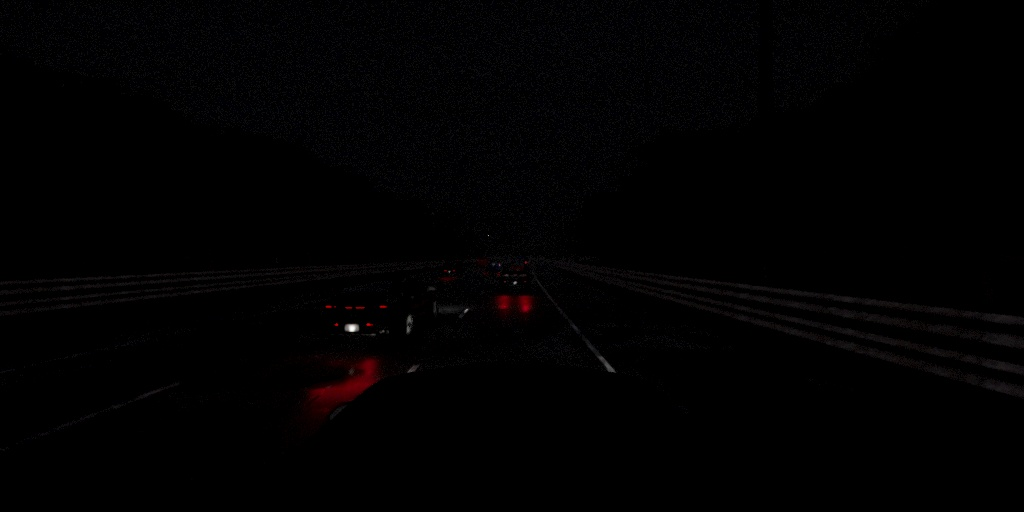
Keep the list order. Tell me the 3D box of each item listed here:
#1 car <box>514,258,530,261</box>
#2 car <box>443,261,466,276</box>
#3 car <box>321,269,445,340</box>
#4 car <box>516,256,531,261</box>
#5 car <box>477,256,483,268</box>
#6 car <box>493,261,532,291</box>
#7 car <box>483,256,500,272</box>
[{"bbox_3d":[0.739,1.314,40.244,1.882,1.535,5.008,0,0,2],"label":"car"},{"bbox_3d":[-6.236,1.324,38.736,1.837,1.490,4.892,0,0,2],"label":"car"},{"bbox_3d":[-3.367,1.273,10.010,1.837,1.490,4.892,0,0,0],"label":"car"},{"bbox_3d":[1.479,1.078,56.209,2.150,2.045,5.566,0,0,3],"label":"car"},{"bbox_3d":[-4.933,1.064,65.248,2.150,2.045,5.566,0,0,4],"label":"car"},{"bbox_3d":[0.212,1.295,22.202,2.128,1.511,4.902,0,0,1],"label":"car"},{"bbox_3d":[-2.305,1.194,48.665,2.097,1.767,4.553,0,0,3],"label":"car"}]
